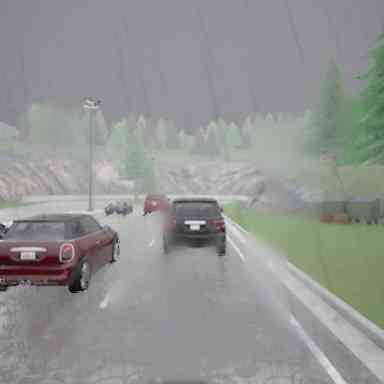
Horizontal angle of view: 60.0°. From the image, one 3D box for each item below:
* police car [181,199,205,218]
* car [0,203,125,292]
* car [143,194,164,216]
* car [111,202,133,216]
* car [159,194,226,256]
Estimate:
[{"bbox_3d":[0.104,1.477,31.073,2.038,1.542,4.974,0,0,0],"label":"police car"},{"bbox_3d":[-3.409,1.343,9.050,2.097,1.767,4.553,0,0,0],"label":"car"},{"bbox_3d":[-3.395,1.193,32.606,2.150,2.045,5.566,0,0,0],"label":"car"},{"bbox_3d":[-6.895,1.573,31.988,1.895,1.301,4.718,0,0,0],"label":"car"},{"bbox_3d":[0.100,1.210,13.275,2.150,2.045,5.566,0,0,0],"label":"car"}]
